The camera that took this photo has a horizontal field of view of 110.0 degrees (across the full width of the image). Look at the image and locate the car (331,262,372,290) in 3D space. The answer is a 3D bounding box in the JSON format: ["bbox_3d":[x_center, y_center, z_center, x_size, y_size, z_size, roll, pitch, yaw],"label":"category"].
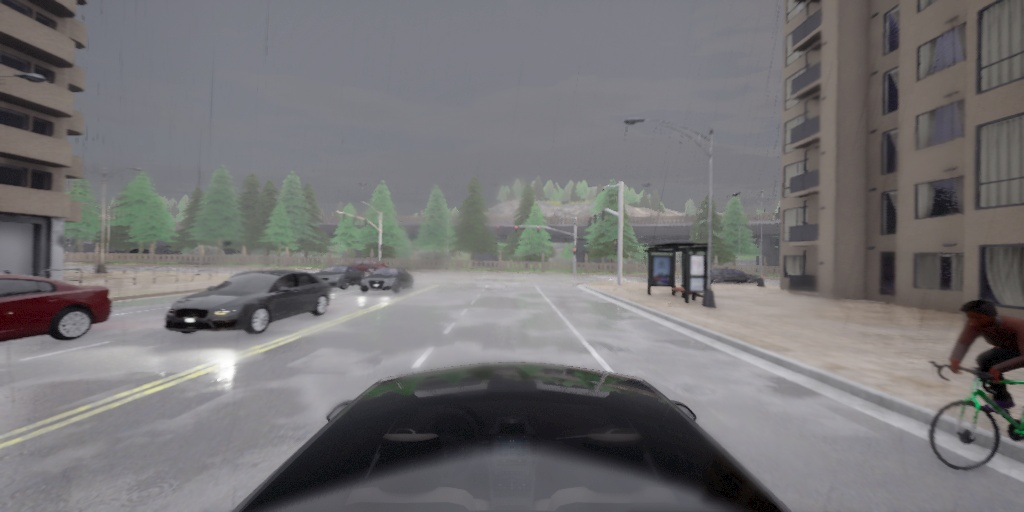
[{"bbox_3d":[-10.500,1.251,21.808,1.994,1.385,4.181,1,0,0],"label":"car"}]

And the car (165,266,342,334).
[{"bbox_3d":[-7.068,1.176,10.311,1.837,1.490,4.892,1,0,0],"label":"car"}]

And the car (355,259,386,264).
[{"bbox_3d":[-16.690,1.119,40.346,5.008,1.535,1.882,1,-1,9],"label":"car"}]

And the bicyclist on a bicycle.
[{"bbox_3d":[4.805,1.224,3.486,1.656,1.620,0.582,-8,0,0],"label":"bicyclist on a bicycle"}]

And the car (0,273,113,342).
[{"bbox_3d":[-10.569,1.052,6.488,1.882,1.535,5.008,1,0,0],"label":"car"}]

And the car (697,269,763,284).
[{"bbox_3d":[19.979,1.867,33.015,5.357,1.411,2.033,1,0,2],"label":"car"}]

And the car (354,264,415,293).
[{"bbox_3d":[-6.989,1.332,20.478,1.994,1.385,4.181,1,0,0],"label":"car"}]
